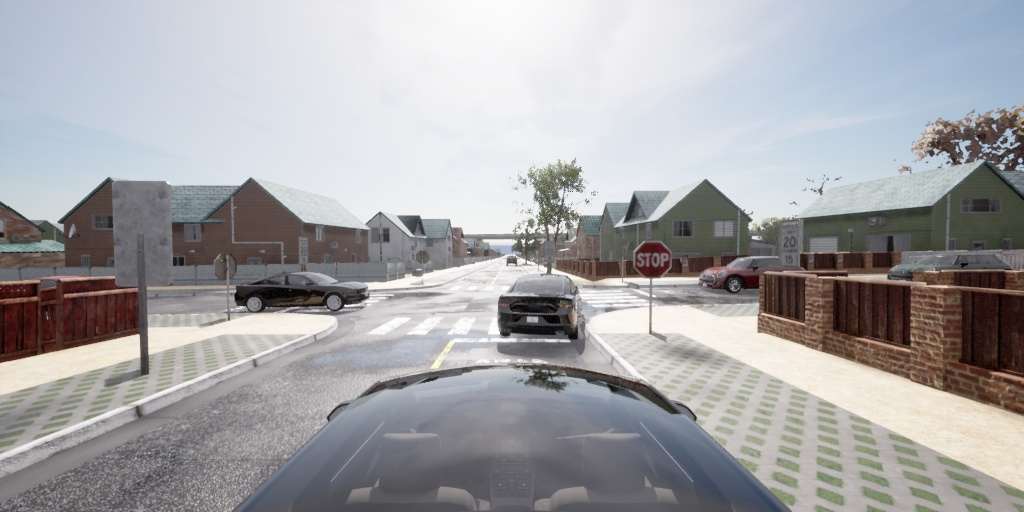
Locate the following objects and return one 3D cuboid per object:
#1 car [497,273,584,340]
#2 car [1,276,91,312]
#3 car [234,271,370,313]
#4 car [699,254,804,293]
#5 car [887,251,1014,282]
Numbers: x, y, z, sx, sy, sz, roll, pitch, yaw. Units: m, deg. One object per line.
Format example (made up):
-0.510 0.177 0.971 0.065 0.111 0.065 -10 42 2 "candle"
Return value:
0.955 1.224 10.169 1.882 1.535 5.008 0 0 12 "car"
-18.025 1.547 14.627 5.008 1.535 1.882 -1 2 0 "car"
-8.473 1.377 14.692 5.008 1.535 1.882 -1 2 0 "car"
11.801 0.820 17.782 4.553 1.767 2.097 -1 2 0 "car"
21.696 0.645 17.857 4.553 1.767 2.097 -1 2 0 "car"
